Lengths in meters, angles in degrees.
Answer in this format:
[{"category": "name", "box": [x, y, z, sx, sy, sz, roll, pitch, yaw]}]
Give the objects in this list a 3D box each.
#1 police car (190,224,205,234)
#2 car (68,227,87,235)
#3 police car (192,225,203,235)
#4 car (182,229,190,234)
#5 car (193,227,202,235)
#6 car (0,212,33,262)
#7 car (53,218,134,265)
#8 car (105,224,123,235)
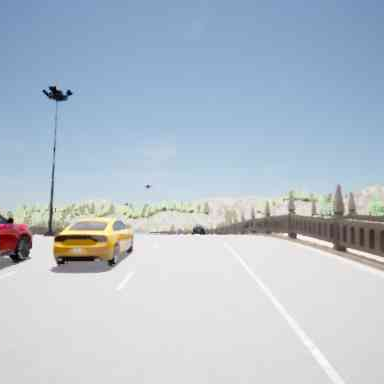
[{"category": "police car", "box": [1.029, 5.803, 51.795, 1.930, 1.638, 5.238, 0, -7, 0]}, {"category": "car", "box": [-21.037, 7.192, 61.525, 1.994, 1.385, 4.181, 0, -7, 0]}, {"category": "police car", "box": [1.025, 7.078, 61.713, 1.930, 1.638, 5.238, 0, -7, 0]}, {"category": "car", "box": [-0.773, 10.170, 85.991, 1.994, 1.385, 4.181, 1, -7, -8]}, {"category": "car", "box": [1.023, 7.929, 67.542, 1.812, 1.442, 4.674, 0, -7, 0]}, {"category": "car", "box": [-6.905, 1.343, 9.841, 2.150, 2.045, 5.566, 0, -2, 0]}, {"category": "car", "box": [-3.406, 1.692, 12.377, 1.882, 1.535, 5.008, 0, -2, 0]}, {"category": "car", "box": [-14.054, 6.782, 59.971, 2.097, 1.767, 4.553, 0, -7, 1]}]
